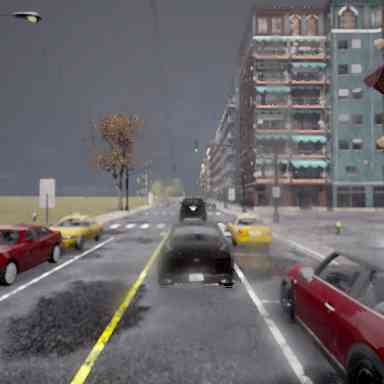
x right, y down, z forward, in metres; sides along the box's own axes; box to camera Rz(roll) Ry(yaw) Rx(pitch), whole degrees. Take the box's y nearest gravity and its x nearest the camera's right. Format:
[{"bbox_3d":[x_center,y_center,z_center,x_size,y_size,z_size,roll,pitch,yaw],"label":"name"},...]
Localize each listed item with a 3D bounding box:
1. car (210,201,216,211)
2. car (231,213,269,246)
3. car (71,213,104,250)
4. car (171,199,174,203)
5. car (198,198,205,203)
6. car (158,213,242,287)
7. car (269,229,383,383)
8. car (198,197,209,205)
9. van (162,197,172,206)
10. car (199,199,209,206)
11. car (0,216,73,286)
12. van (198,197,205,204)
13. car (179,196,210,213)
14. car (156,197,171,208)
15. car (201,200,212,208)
[{"bbox_3d":[2.567,1.987,48.179,2.008,1.369,4.403,1,-1,0],"label":"car"},{"bbox_3d":[2.572,1.669,15.836,1.752,1.417,4.829,1,-1,0],"label":"car"},{"bbox_3d":[-5.308,1.662,15.068,1.752,1.417,4.829,1,-1,0],"label":"car"},{"bbox_3d":[-5.312,1.900,64.679,2.192,1.841,5.009,1,-1,0],"label":"car"},{"bbox_3d":[2.562,2.374,93.636,1.752,1.417,4.829,1,-1,0],"label":"car"},{"bbox_3d":[0.100,1.594,9.576,1.837,1.490,4.892,0,0,0],"label":"car"},{"bbox_3d":[2.574,1.482,4.578,1.967,1.590,4.097,1,-1,0],"label":"car"},{"bbox_3d":[2.566,2.008,76.485,2.192,1.841,5.009,1,-1,0],"label":"car"},{"bbox_3d":[-5.313,1.978,70.332,1.690,1.788,3.998,1,-1,0],"label":"van"},{"bbox_3d":[2.564,2.207,70.822,1.947,1.339,4.313,1,-1,0],"label":"car"},{"bbox_3d":[-5.308,1.633,9.702,1.887,1.381,4.507,1,-1,0],"label":"car"},{"bbox_3d":[2.565,2.137,87.807,1.690,1.788,3.998,1,-1,0],"label":"van"},{"bbox_3d":[0.090,1.465,28.505,2.150,2.045,5.566,0,-1,0],"label":"car"},{"bbox_3d":[-5.313,1.974,59.024,1.967,1.590,4.097,1,-1,0],"label":"car"},{"bbox_3d":[2.566,2.120,59.500,1.802,1.307,4.206,1,-1,0],"label":"car"}]
